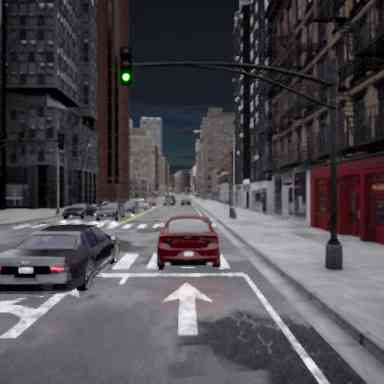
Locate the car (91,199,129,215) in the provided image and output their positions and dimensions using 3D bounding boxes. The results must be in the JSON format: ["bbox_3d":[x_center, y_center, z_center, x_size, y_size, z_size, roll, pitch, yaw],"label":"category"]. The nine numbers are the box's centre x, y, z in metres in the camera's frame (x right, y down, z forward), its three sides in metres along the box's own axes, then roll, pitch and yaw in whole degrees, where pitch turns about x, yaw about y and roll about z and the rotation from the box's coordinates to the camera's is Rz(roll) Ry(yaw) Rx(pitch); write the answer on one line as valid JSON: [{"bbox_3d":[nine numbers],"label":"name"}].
[{"bbox_3d":[-7.173,1.677,29.727,1.837,1.490,4.892,0,0,-1],"label":"car"}]

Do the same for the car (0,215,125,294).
[{"bbox_3d":[-3.308,1.599,9.041,2.033,1.411,5.357,0,0,-1],"label":"car"}]

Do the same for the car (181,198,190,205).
[{"bbox_3d":[-1.404,1.944,71.275,2.033,1.411,5.357,0,0,-1],"label":"car"}]

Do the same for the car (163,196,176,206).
[{"bbox_3d":[-4.369,1.955,61.981,1.895,1.301,4.718,0,0,-1],"label":"car"}]

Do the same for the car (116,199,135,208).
[{"bbox_3d":[-10.892,1.866,54.656,2.033,1.411,5.357,0,0,-1],"label":"car"}]

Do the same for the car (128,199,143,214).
[{"bbox_3d":[-7.360,1.731,39.139,1.837,1.490,4.892,0,0,-1],"label":"car"}]

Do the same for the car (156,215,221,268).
[{"bbox_3d":[-0.129,1.540,11.527,1.882,1.535,5.008,0,0,-1],"label":"car"}]

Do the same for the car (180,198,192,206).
[{"bbox_3d":[-1.096,1.850,60.901,1.837,1.490,4.892,0,0,-1],"label":"car"}]

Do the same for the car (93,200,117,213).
[{"bbox_3d":[-10.634,1.766,41.077,1.812,1.442,4.674,0,0,-2],"label":"car"}]

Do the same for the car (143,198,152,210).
[{"bbox_3d":[-7.552,1.885,49.165,1.895,1.301,4.718,0,0,-1],"label":"car"}]

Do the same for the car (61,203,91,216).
[{"bbox_3d":[-10.455,1.731,31.238,2.033,1.411,5.357,0,0,-1],"label":"car"}]

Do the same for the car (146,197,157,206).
[{"bbox_3d":[-7.734,1.705,61.196,2.097,1.767,4.553,0,0,-1],"label":"car"}]
